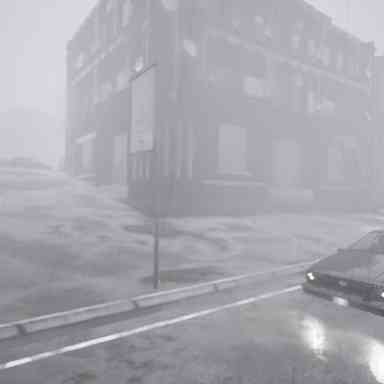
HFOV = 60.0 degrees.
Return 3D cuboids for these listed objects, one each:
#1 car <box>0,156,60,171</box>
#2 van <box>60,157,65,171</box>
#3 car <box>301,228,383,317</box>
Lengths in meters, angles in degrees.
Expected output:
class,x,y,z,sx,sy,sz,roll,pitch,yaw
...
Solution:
class,x,y,z,sx,sy,sz,roll,pitch,yaw
car,-15.277,-2.506,30.938,2.002,1.452,4.674,0,-2,40
van,-11.693,-2.548,35.341,1.878,1.987,4.442,0,-2,39
car,4.775,1.531,7.401,5.357,1.411,2.033,0,0,-36
